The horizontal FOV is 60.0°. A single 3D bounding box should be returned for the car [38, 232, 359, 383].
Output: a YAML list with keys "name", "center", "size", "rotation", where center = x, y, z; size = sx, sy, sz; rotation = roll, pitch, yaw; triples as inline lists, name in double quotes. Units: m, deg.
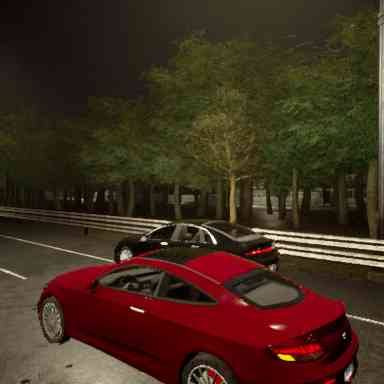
- name: "car"
  center: [-0.291, 1.520, 4.630]
  size: [4.674, 1.442, 1.812]
  rotation: [0, 0, 38]

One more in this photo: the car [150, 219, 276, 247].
- name: "car"
  center: [-0.100, 1.500, 8.938]
  size: [4.892, 1.490, 1.837]
  rotation: [-1, -1, 39]
